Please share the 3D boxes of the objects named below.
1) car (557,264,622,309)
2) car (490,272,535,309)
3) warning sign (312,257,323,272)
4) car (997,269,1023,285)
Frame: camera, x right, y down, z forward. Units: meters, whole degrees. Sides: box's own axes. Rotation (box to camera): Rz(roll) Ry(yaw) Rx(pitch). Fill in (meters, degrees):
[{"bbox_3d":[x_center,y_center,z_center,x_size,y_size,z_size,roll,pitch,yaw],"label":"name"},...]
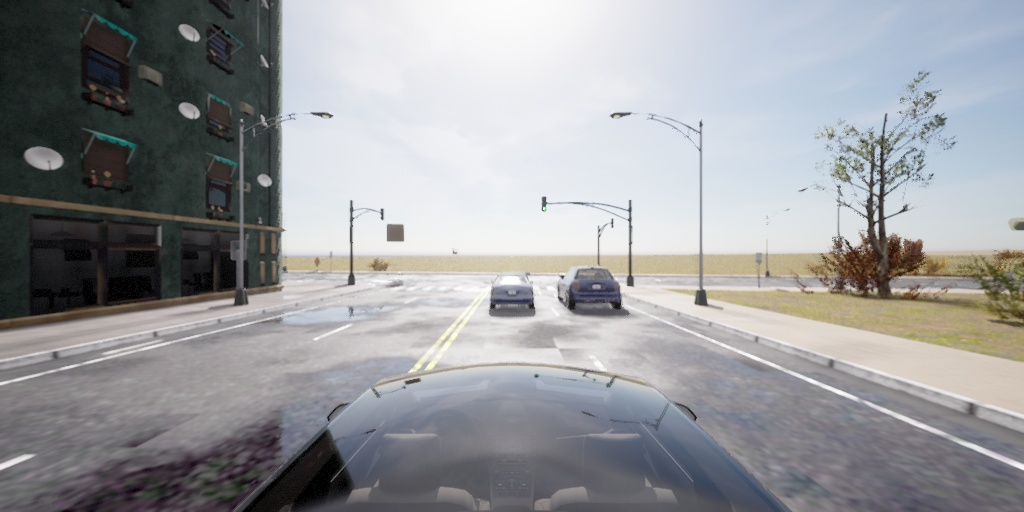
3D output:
[{"bbox_3d":[3.256,1.230,15.909,2.097,1.767,4.553,0,-1,0],"label":"car"},{"bbox_3d":[0.004,1.427,15.824,2.033,1.411,5.357,0,0,0],"label":"car"},{"bbox_3d":[-23.460,0.975,43.139,1.060,1.860,1.300,0,0,1],"label":"warning sign"},{"bbox_3d":[50.499,2.003,35.154,4.902,1.511,2.128,1,0,2],"label":"car"}]
